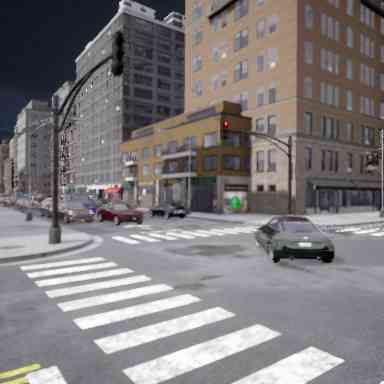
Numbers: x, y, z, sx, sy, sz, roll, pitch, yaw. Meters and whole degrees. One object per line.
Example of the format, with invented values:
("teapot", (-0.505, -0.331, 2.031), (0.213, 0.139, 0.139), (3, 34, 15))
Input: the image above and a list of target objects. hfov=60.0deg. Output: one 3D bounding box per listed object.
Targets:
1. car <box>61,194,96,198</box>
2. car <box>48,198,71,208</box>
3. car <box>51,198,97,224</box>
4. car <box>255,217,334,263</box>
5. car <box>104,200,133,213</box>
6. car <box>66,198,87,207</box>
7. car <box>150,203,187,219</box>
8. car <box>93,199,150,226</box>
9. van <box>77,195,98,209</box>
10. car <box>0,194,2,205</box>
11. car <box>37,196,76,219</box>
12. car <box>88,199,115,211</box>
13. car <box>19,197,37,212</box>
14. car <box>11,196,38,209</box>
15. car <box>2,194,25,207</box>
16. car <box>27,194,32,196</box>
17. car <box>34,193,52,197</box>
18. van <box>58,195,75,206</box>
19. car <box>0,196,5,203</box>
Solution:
("car", (-11.052, 1.238, 32.331), (2.150, 2.045, 5.566), (0, 0, -35))
("car", (-20.001, 1.588, 50.113), (2.033, 1.411, 5.357), (0, 0, -34))
("car", (-8.695, 1.441, 24.586), (1.967, 1.590, 4.097), (0, 0, -35))
("car", (3.573, 1.589, 12.196), (1.994, 1.385, 4.181), (1, 0, 3))
("car", (-8.492, 1.634, 38.218), (1.802, 1.307, 4.206), (0, 0, -35))
("car", (-18.022, 1.608, 51.726), (2.008, 1.369, 4.403), (0, 0, -35))
("car", (-2.138, 1.620, 29.211), (1.947, 1.339, 4.313), (0, 0, -35))
("car", (-5.233, 1.496, 24.077), (1.882, 1.535, 5.008), (0, 0, -35))
("van", (-14.844, 1.395, 47.224), (1.690, 1.788, 3.998), (0, 0, -35))
("car", (-34.109, 1.570, 60.609), (2.008, 1.369, 4.403), (0, 0, -35))
("car", (-11.871, 1.440, 29.089), (1.967, 1.590, 4.097), (0, 0, -35))
("car", (-11.669, 1.618, 42.721), (1.947, 1.339, 4.313), (0, 0, -35))
("car", (-18.225, 1.582, 38.094), (1.802, 1.307, 4.206), (0, 0, -35))
("car", (-21.402, 1.552, 42.597), (2.008, 1.369, 4.403), (0, 0, -35))
("car", (-27.755, 1.449, 51.603), (1.967, 1.590, 4.097), (0, 0, -35))
("car", (-37.082, 1.528, 78.746), (1.967, 1.590, 4.097), (0, 0, -35))
("car", (-25.991, 1.270, 58.474), (2.150, 2.045, 5.566), (0, 0, -35))
("van", (-21.198, 1.403, 56.230), (1.690, 1.788, 3.998), (0, 0, -35))
("car", (-40.463, 1.575, 69.616), (1.887, 1.381, 4.507), (0, 0, -35))
